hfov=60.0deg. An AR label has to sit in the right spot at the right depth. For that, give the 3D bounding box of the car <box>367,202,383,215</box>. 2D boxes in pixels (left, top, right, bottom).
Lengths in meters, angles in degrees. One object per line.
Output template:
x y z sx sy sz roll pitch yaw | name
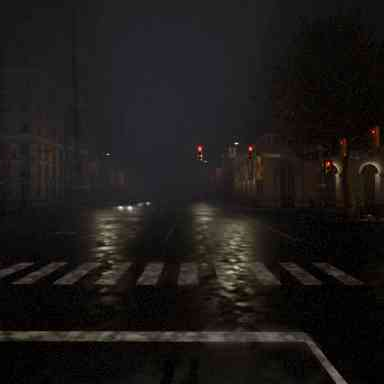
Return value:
19.572 1.564 32.701 4.181 1.385 1.994 0 0 0 | car

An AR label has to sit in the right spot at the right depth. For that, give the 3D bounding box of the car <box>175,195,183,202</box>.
-3.088 1.449 78.591 2.128 1.511 4.902 0 0 1 | car

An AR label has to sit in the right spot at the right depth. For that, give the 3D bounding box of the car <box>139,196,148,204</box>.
-10.339 1.477 63.708 1.882 1.535 5.008 0 0 1 | car

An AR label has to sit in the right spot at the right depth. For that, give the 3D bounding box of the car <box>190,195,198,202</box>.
0.412 1.449 78.545 2.128 1.511 4.902 0 0 1 | car

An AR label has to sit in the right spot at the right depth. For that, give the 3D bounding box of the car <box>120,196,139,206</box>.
-10.430 1.601 54.624 1.895 1.301 4.718 0 0 0 | car

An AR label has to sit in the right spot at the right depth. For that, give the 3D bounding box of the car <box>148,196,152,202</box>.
-10.150 1.595 73.989 1.895 1.301 4.718 0 0 1 | car
